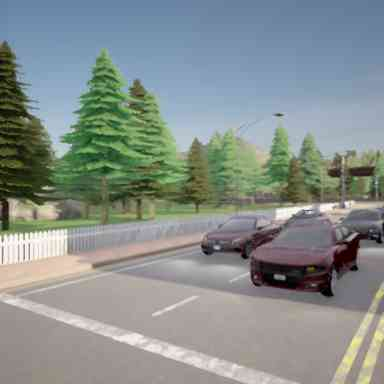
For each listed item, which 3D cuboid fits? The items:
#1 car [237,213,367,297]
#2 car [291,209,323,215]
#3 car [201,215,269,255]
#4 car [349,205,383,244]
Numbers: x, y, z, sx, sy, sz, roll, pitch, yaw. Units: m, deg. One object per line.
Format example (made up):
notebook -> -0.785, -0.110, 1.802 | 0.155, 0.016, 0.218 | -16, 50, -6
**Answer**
car -> 3.333, 1.580, 9.221 | 1.882, 1.535, 5.008 | -1, -1, 35
car -> 7.290, 1.790, 20.800 | 1.994, 1.385, 4.181 | -1, -1, 35
car -> 2.221, 1.707, 13.661 | 1.812, 1.442, 4.674 | -1, -1, 35
car -> 8.840, 1.656, 16.950 | 1.837, 1.490, 4.892 | -1, -1, 36
